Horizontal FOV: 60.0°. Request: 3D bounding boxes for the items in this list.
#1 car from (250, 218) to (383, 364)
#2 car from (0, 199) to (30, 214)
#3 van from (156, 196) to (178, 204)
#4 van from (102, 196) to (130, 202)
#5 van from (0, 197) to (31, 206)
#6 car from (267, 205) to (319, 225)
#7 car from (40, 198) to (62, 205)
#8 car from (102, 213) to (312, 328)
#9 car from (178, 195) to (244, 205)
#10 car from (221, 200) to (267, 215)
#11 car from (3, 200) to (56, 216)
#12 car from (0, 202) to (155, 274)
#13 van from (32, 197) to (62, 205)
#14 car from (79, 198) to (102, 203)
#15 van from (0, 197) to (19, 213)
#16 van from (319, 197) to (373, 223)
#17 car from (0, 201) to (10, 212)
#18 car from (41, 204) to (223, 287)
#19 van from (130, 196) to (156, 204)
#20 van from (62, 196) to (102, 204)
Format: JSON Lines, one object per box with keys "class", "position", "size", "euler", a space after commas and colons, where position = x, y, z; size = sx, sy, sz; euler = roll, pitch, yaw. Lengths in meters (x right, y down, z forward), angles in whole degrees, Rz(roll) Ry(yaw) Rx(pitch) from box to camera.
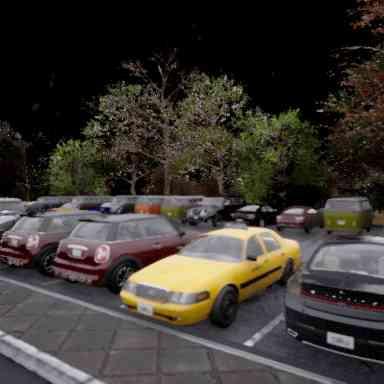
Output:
{"class": "car", "position": [3.183, 1.504, 5.929], "size": [2.231, 1.521, 4.892], "euler": [0, 0, 36]}
{"class": "car", "position": [-22.713, 1.742, 40.797], "size": [2.185, 1.767, 4.553], "euler": [-1, -1, 36]}
{"class": "van", "position": [-0.307, 1.284, 24.756], "size": [1.878, 1.987, 4.442], "euler": [0, 0, 36]}
{"class": "van", "position": [-4.937, 1.288, 27.821], "size": [1.878, 1.987, 4.442], "euler": [-1, 0, 36]}
{"class": "van", "position": [-10.374, 1.289, 15.609], "size": [1.878, 1.987, 4.442], "euler": [0, 0, 36]}
{"class": "car", "position": [6.457, 1.544, 19.712], "size": [2.002, 1.452, 4.674], "euler": [0, 0, 36]}
{"class": "car", "position": [-11.582, 1.632, 32.549], "size": [1.946, 1.575, 5.366], "euler": [-1, -1, 36]}
{"class": "car", "position": [0.829, 1.502, 7.412], "size": [1.946, 1.575, 5.366], "euler": [0, 0, 36]}
{"class": "car", "position": [1.852, 1.257, 23.014], "size": [2.435, 2.045, 5.566], "euler": [0, 0, 36]}
{"class": "car", "position": [4.210, 1.506, 21.334], "size": [2.097, 1.535, 5.008], "euler": [0, 0, 36]}
{"class": "car", "position": [-18.208, 1.775, 37.568], "size": [2.097, 1.535, 5.008], "euler": [-1, -1, 36]}
{"class": "car", "position": [-3.578, 1.383, 10.793], "size": [2.185, 1.767, 4.553], "euler": [0, 0, 36]}
{"class": "van", "position": [-13.653, 1.456, 34.420], "size": [1.878, 1.987, 4.442], "euler": [-1, -1, 36]}
{"class": "car", "position": [-6.986, 1.542, 29.455], "size": [2.097, 1.535, 5.008], "euler": [-1, -1, 36]}
{"class": "van", "position": [-24.871, 1.688, 42.543], "size": [1.878, 1.987, 4.442], "euler": [-1, -1, 36]}
{"class": "van", "position": [8.668, 1.277, 18.257], "size": [1.878, 1.987, 4.442], "euler": [0, 0, 36]}
{"class": "car", "position": [-27.184, 1.962, 44.065], "size": [2.231, 1.521, 4.892], "euler": [-1, -1, 36]}
{"class": "car", "position": [-1.329, 1.381, 9.165], "size": [2.185, 1.767, 4.553], "euler": [0, 0, 36]}
{"class": "van", "position": [-2.449, 1.286, 26.307], "size": [1.878, 1.987, 4.442], "euler": [0, 0, 36]}
{"class": "van", "position": [-9.304, 1.363, 30.983], "size": [1.878, 1.987, 4.442], "euler": [-1, -1, 36]}
